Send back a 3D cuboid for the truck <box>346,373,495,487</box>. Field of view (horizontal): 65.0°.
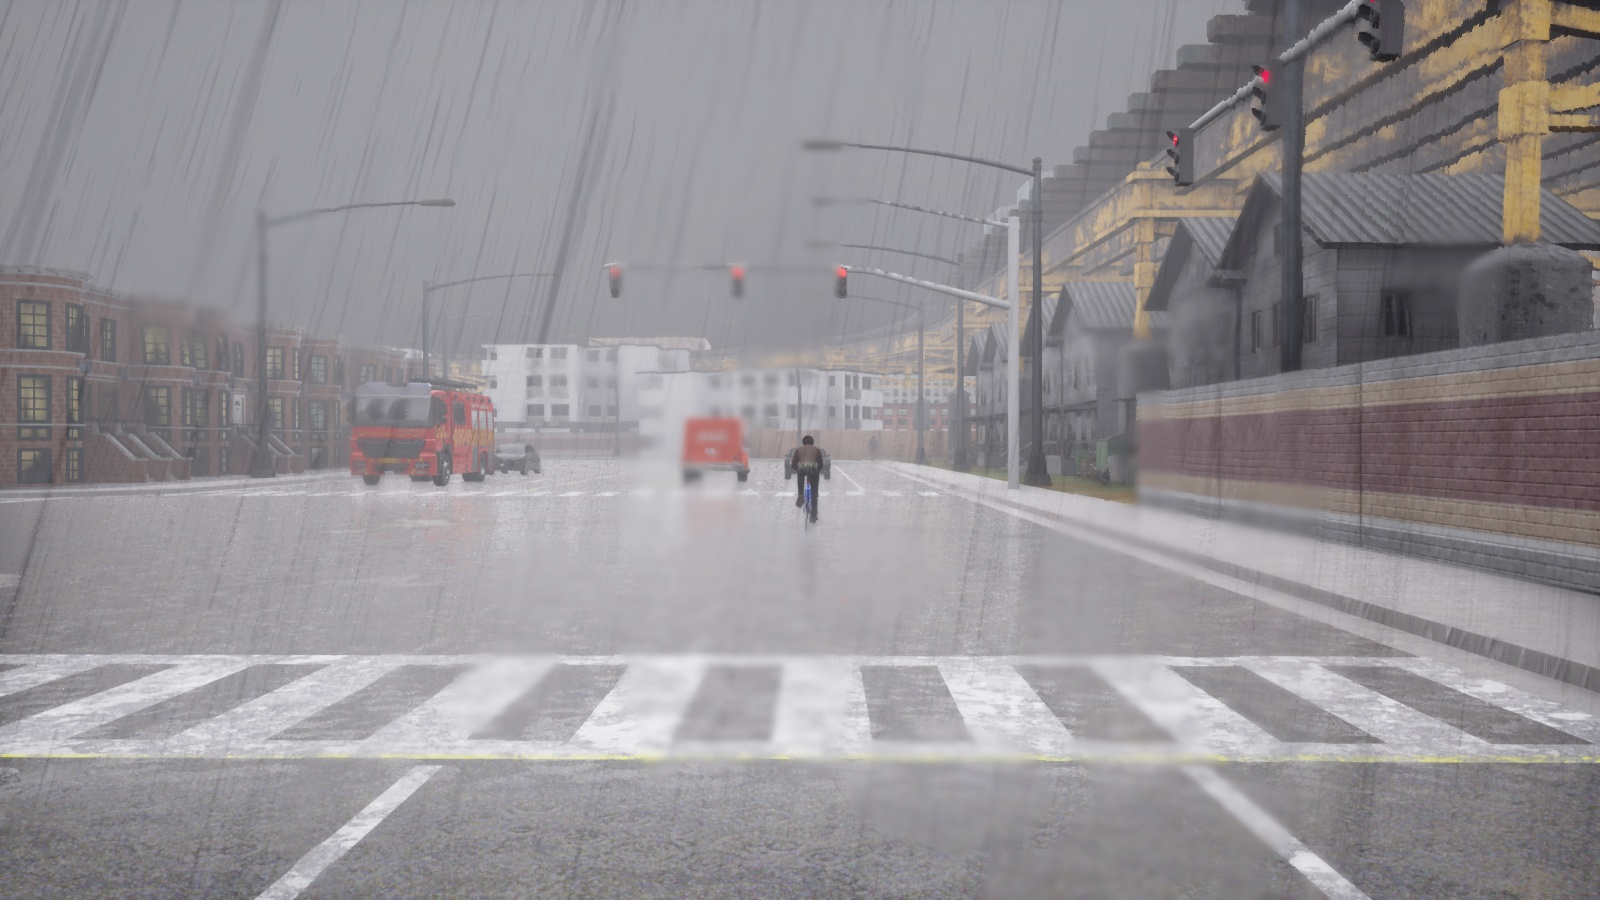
[{"bbox_3d":[-13.720,-0.690,46.212,2.891,3.827,8.468,0,0,0],"label":"truck"}]

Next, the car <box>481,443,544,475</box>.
[{"bbox_3d":[-13.643,0.403,59.808,1.837,1.490,4.892,0,0,0],"label":"car"}]

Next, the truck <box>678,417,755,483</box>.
[{"bbox_3d":[-3.203,-0.021,49.233,2.627,2.467,5.204,0,0,0],"label":"truck"}]

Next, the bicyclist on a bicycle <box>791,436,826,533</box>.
[{"bbox_3d":[0.140,0.576,21.773,0.582,1.620,1.656,0,0,0],"label":"bicyclist on a bicycle"}]

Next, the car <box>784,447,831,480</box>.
[{"bbox_3d":[0.318,0.548,53.027,1.895,1.301,4.718,0,0,0],"label":"car"}]
